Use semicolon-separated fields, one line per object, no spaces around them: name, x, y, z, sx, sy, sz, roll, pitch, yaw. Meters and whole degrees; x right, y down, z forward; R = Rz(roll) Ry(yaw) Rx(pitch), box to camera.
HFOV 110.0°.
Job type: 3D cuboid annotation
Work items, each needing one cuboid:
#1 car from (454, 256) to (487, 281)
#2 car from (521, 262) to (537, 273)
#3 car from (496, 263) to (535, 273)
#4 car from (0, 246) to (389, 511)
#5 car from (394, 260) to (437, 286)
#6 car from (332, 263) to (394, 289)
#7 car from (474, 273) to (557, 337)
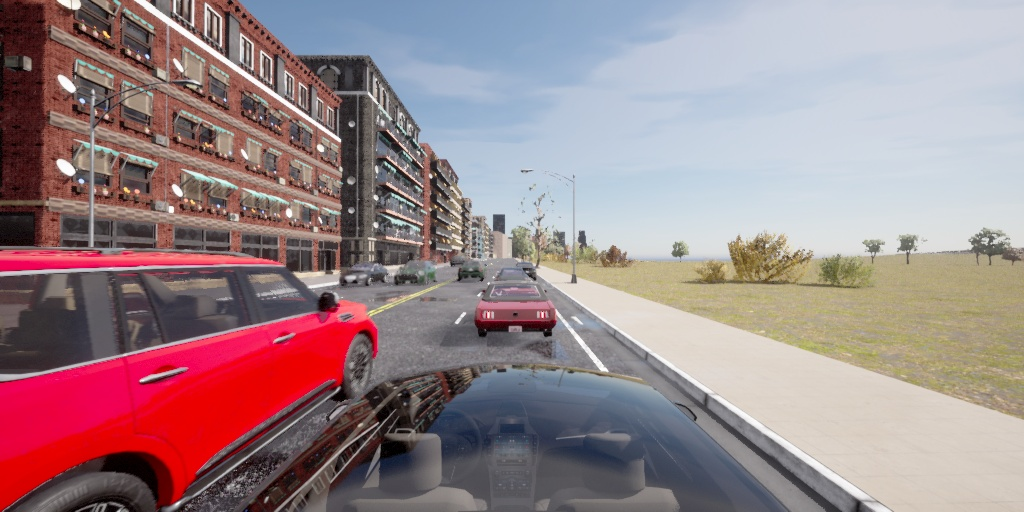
car;-3.240;1.105;30.175;2.097;1.767;4.553;0;0;0
car;1.048;1.258;30.282;1.837;1.490;4.892;0;0;0
car;0.034;1.317;20.288;1.994;1.385;4.181;0;0;0
car;-3.156;0.970;3.221;2.150;2.045;5.566;0;0;0
car;-6.674;1.105;25.187;2.097;1.767;4.553;0;0;0
car;-9.922;1.244;24.372;2.128;1.511;4.902;0;0;0
car;0.074;1.352;10.258;1.895;1.301;4.718;0;0;0
